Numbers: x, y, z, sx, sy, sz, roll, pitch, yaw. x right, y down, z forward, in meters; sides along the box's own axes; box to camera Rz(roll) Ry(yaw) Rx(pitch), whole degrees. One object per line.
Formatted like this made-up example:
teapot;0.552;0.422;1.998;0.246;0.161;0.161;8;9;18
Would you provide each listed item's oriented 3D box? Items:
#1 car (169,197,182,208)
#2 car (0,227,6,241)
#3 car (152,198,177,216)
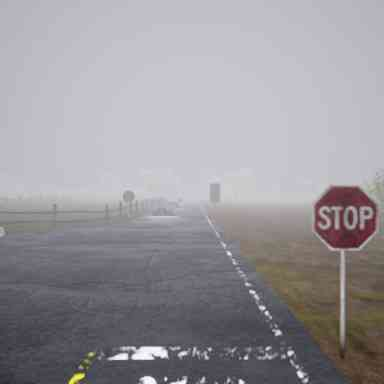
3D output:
car;-2.830;1.493;48.722;1.882;1.535;5.008;0;0;0
car;-9.459;1.501;11.875;4.718;1.301;1.895;1;0;4
car;-2.805;1.574;32.767;1.994;1.385;4.181;0;0;0
